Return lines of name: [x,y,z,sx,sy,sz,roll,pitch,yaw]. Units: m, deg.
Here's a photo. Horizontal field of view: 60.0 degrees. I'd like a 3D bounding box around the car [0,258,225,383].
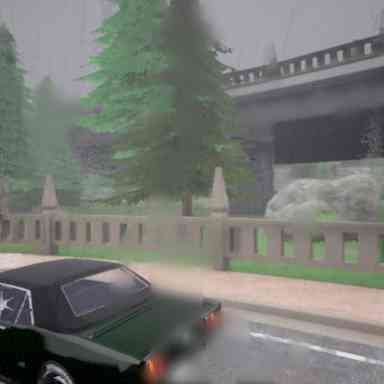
car: [-2.063,1.640,4.611,4.718,1.301,1.895,-1,0,28]
